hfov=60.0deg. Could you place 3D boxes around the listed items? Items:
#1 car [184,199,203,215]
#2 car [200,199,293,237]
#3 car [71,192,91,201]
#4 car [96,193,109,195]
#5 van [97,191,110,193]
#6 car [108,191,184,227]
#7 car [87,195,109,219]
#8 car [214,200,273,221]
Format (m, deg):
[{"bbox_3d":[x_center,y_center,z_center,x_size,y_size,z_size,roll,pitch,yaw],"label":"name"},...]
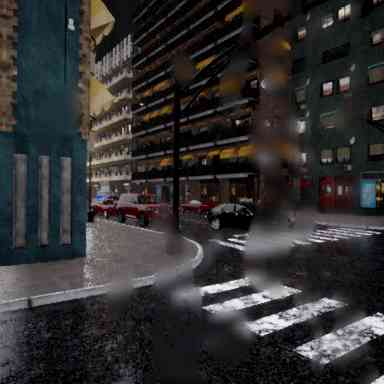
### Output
[{"bbox_3d":[0.568,1.288,29.895,1.802,1.307,4.206,2,0,-36],"label":"car"},{"bbox_3d":[2.859,1.338,17.256,1.837,1.490,4.892,0,1,-39],"label":"car"},{"bbox_3d":[-19.042,0.769,56.960,1.887,1.381,4.507,2,0,-36],"label":"car"},{"bbox_3d":[-7.177,1.110,30.700,1.812,1.442,4.674,1,1,-36],"label":"car"},{"bbox_3d":[-12.501,0.726,47.939,1.690,1.788,3.998,2,0,-36],"label":"van"},{"bbox_3d":[-2.965,1.034,20.500,2.192,1.841,5.009,2,0,-36],"label":"car"},{"bbox_3d":[-6.240,1.183,25.010,1.887,1.381,4.507,2,0,-36],"label":"car"},{"bbox_3d":[3.837,1.353,25.384,1.947,1.339,4.313,2,0,-36],"label":"car"}]
